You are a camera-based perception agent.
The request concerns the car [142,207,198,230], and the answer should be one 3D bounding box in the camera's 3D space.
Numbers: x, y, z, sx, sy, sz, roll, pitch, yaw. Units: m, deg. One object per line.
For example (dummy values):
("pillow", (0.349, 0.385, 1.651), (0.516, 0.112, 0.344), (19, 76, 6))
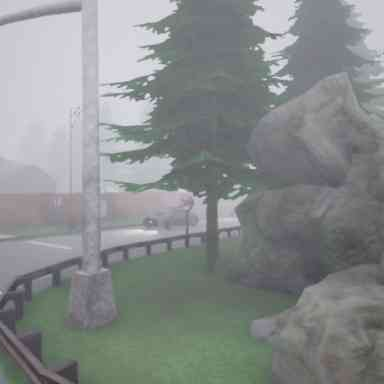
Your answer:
("car", (-1.416, 1.704, 22.400), (1.994, 1.385, 4.181), (-1, 0, 36))
